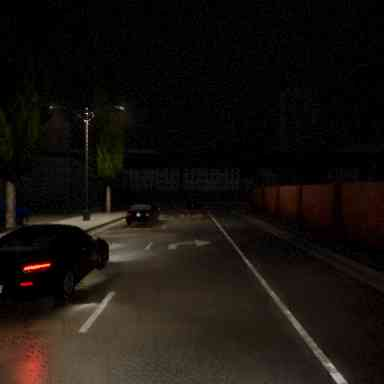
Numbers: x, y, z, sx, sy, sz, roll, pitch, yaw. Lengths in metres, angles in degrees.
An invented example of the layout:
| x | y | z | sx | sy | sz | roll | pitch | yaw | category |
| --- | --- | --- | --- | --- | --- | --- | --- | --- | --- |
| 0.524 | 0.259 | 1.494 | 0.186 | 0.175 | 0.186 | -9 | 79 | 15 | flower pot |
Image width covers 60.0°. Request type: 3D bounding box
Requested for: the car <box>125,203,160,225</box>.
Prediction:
| x | y | z | sx | sy | sz | roll | pitch | yaw | category |
| --- | --- | --- | --- | --- | --- | --- | --- | --- | --- |
| -3.394 | 1.489 | 23.512 | 2.033 | 1.411 | 5.357 | 0 | 0 | 0 | car |

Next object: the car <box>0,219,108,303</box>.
| x | y | z | sx | sy | sz | roll | pitch | yaw | category |
| --- | --- | --- | --- | --- | --- | --- | --- | --- | --- |
| -3.395 | 1.506 | 8.029 | 1.812 | 1.442 | 4.674 | 0 | 0 | 0 | car |

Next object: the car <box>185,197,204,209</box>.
| x | y | z | sx | sy | sz | roll | pitch | yaw | category |
| --- | --- | --- | --- | --- | --- | --- | --- | --- | --- |
| 0.398 | 1.419 | 42.840 | 1.812 | 1.442 | 4.674 | 0 | 0 | 8 | car |

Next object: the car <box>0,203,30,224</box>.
| x | y | z | sx | sy | sz | roll | pitch | yaw | category |
| --- | --- | --- | --- | --- | --- | --- | --- | --- | --- |
| -11.496 | 1.429 | 19.649 | 1.882 | 1.535 | 5.008 | 0 | 0 | 0 | car |
